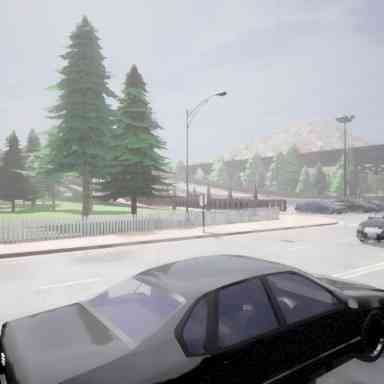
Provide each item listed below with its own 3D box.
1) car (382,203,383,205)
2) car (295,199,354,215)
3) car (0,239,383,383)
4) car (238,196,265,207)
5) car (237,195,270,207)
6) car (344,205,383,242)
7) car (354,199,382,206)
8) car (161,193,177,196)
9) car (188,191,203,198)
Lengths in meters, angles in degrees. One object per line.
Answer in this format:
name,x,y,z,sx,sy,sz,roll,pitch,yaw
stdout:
car,19.535,1.490,37.145,2.128,1.511,4.902,0,0,-37
car,13.024,1.547,33.742,2.033,1.411,5.357,0,0,-34
car,0.551,1.547,4.139,5.357,1.411,2.033,0,0,-35
car,7.797,1.473,46.800,1.812,1.442,4.674,0,1,-37
car,9.323,1.372,50.583,1.882,1.535,5.008,0,2,-37
car,9.264,1.492,14.820,4.902,1.511,2.128,0,0,-35
car,16.765,1.505,35.005,1.837,1.490,4.892,0,0,-37
car,-4.725,0.095,63.457,1.882,1.535,5.008,0,6,-37
car,1.289,0.627,61.247,2.128,1.511,4.902,0,5,-37
